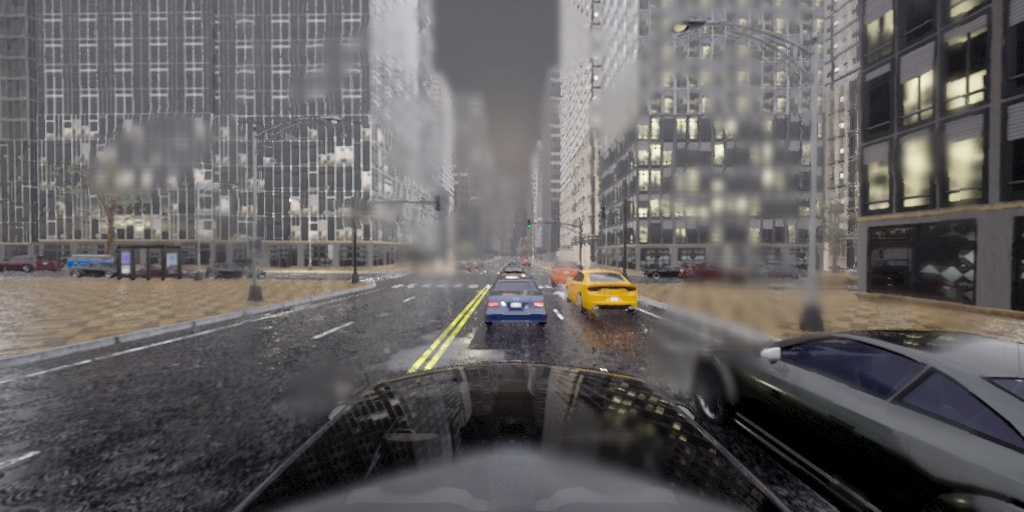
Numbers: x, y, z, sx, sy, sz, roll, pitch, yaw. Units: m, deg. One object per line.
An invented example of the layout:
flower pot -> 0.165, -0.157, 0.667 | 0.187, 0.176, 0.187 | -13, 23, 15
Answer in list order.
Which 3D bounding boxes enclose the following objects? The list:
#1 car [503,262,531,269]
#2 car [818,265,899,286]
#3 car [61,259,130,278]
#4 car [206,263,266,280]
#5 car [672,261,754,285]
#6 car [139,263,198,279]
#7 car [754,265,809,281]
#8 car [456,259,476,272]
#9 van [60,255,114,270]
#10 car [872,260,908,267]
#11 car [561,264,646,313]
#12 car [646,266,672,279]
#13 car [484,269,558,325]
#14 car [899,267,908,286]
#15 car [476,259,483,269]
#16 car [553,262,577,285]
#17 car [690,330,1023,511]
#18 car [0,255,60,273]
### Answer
car -> 0.096, 1.342, 23.892 | 2.128, 1.511, 4.902 | 0, -1, 0
car -> 27.632, 1.686, 28.910 | 4.829, 1.417, 1.751 | 0, 0, 1
car -> -34.106, 1.181, 29.921 | 4.313, 1.339, 1.948 | 0, 0, 1
car -> -22.741, 1.284, 29.618 | 4.313, 1.339, 1.948 | 0, 0, 1
car -> 16.184, 1.377, 29.103 | 5.009, 1.841, 2.192 | 0, 0, 1
car -> -28.426, 1.249, 29.750 | 4.207, 1.307, 1.802 | 0, 0, 1
car -> 25.649, 1.621, 34.723 | 5.357, 1.411, 2.033 | 1, 1, 1
car -> -6.609, 1.471, 50.553 | 1.994, 1.385, 4.181 | 0, 0, 0
van -> -45.301, 0.751, 38.578 | 3.998, 1.789, 1.690 | 0, 0, 1
car -> 36.001, 1.383, 34.538 | 5.566, 2.045, 2.150 | 0, 1, 2
car -> 3.348, 1.270, 14.199 | 1.882, 1.535, 5.008 | 0, 0, 0
car -> 15.257, 1.584, 34.901 | 4.718, 1.301, 1.895 | 0, 1, 1
car -> 0.102, 1.332, 11.853 | 2.033, 1.411, 5.357 | 0, 0, 0
car -> 33.102, 1.791, 28.818 | 4.207, 1.307, 1.802 | 0, 0, 1
car -> -6.582, 1.287, 60.555 | 2.097, 1.767, 4.553 | 0, 0, 0
car -> 4.093, 1.241, 25.877 | 2.097, 1.767, 4.553 | -1, -2, 11
car -> 3.345, 1.319, 3.057 | 1.994, 1.385, 4.181 | 0, 0, 0
car -> -48.996, 0.761, 36.048 | 4.553, 1.767, 2.097 | 1, 1, 1
